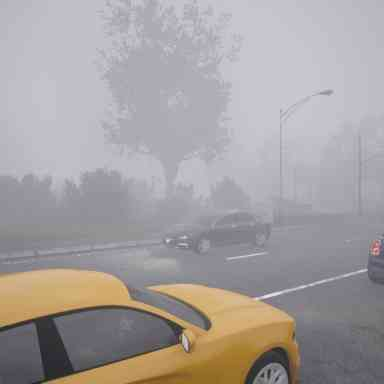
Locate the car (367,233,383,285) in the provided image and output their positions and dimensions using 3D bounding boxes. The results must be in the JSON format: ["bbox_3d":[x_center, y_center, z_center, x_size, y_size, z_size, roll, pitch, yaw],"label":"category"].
[{"bbox_3d":[6.406,1.352,8.288,4.553,1.767,2.097,0,0,-35],"label":"car"}]

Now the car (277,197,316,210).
[{"bbox_3d":[14.091,1.475,45.163,1.882,1.535,5.008,0,1,-32],"label":"car"}]

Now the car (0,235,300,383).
[{"bbox_3d":[-1.116,1.478,2.952,5.008,1.535,1.882,0,0,-35],"label":"car"}]

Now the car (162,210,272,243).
[{"bbox_3d":[1.119,1.505,13.354,4.892,1.490,1.837,0,0,-35],"label":"car"}]

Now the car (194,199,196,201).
[{"bbox_3d":[-0.670,1.524,61.506,1.895,1.301,4.718,0,0,-34],"label":"car"}]

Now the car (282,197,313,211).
[{"bbox_3d":[12.235,1.477,41.545,1.882,1.535,5.008,0,0,-32],"label":"car"}]
